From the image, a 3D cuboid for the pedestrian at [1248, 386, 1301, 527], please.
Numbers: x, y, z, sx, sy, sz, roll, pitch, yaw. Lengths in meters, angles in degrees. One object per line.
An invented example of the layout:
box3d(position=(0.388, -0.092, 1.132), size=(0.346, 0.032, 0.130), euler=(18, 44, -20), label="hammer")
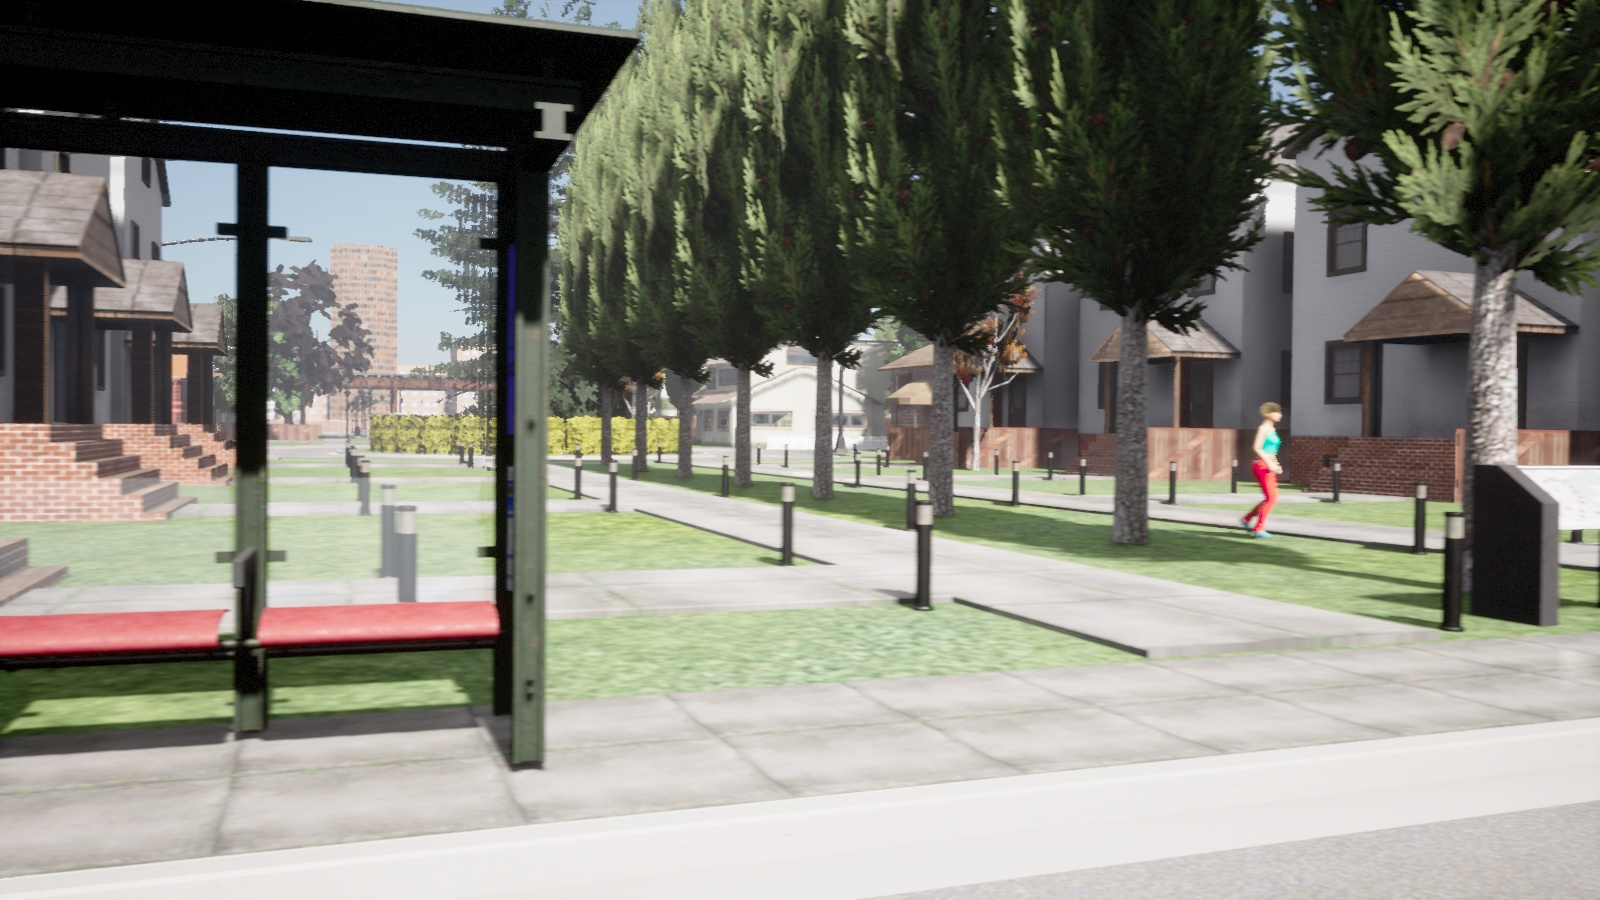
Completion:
box3d(position=(6.277, 0.085, 16.621), size=(0.594, 1.836, 0.345), euler=(0, 1, 33), label="pedestrian")
